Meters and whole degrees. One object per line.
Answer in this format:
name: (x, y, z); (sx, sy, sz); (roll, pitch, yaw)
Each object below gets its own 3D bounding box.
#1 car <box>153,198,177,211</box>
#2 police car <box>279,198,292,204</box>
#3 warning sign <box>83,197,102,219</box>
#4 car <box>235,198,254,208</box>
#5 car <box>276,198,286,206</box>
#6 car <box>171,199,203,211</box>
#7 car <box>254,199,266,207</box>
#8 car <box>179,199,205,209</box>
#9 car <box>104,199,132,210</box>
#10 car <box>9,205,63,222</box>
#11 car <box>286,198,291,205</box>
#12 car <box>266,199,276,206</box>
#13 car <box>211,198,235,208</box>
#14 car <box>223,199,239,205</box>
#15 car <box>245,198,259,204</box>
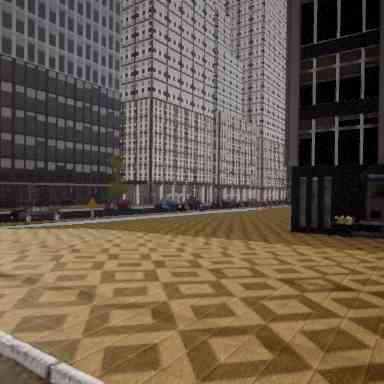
car: (-3.224, 2.000, 47.904); (2.033, 1.411, 5.357); (1, 0, 35)
police car: (24.337, 2.332, 86.527); (1.930, 1.638, 5.238); (0, 0, 30)
warning sign: (-9.107, 1.460, 30.524); (1.300, 1.860, 1.060); (2, 1, 35)
car: (9.193, 2.221, 61.076); (1.947, 1.339, 4.313); (0, 0, 35)
car: (18.851, 2.385, 74.978); (1.947, 1.339, 4.313); (0, 0, 35)
car: (-0.464, 2.056, 47.174); (1.947, 1.339, 4.313); (0, 0, 35)
car: (12.412, 2.292, 65.710); (1.802, 1.307, 4.206); (0, 0, 35)
car: (0.020, 1.997, 57.829); (1.882, 1.535, 5.008); (1, 0, 35)
car: (-10.558, 1.735, 47.330); (1.967, 1.590, 4.097); (0, 0, 35)
car: (-13.234, 1.819, 28.567); (2.008, 1.369, 4.403); (0, 0, 35)
car: (25.290, 2.494, 84.246); (1.947, 1.339, 4.313); (0, 0, 35)
car: (15.633, 2.205, 70.344); (1.967, 1.590, 4.097); (0, 0, 35)
car: (5.322, 1.949, 60.198); (2.097, 1.767, 4.553); (1, 0, 35)
car: (8.751, 2.208, 75.127); (1.802, 1.307, 4.206); (0, 0, 35)
car: (15.187, 2.301, 84.392); (1.947, 1.339, 4.313); (0, 0, 35)
